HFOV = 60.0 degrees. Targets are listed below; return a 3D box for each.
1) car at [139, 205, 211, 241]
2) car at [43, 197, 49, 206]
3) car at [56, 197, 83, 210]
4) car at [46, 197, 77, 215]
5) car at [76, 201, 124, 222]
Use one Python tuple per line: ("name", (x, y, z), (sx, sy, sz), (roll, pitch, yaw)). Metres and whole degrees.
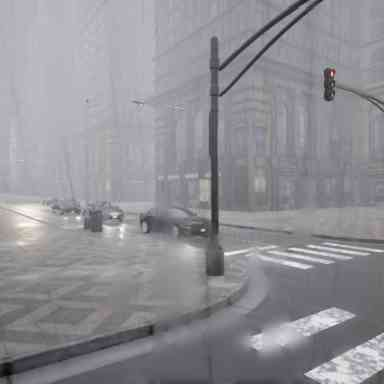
("car", (-0.947, 1.470, 17.175), (1.882, 1.535, 5.008), (0, 0, -36))
("car", (-22.043, 1.446, 52.076), (1.812, 1.442, 4.674), (0, 0, -36))
("car", (-16.401, 1.489, 44.262), (2.033, 1.411, 5.357), (0, 0, -35))
("car", (-13.010, 1.518, 34.093), (2.033, 1.411, 5.357), (0, 0, -35))
("car", (-6.862, 1.480, 25.462), (2.128, 1.511, 4.902), (0, 0, -36))
